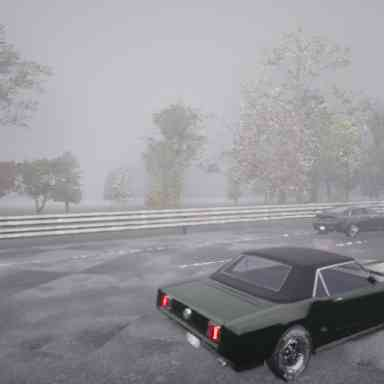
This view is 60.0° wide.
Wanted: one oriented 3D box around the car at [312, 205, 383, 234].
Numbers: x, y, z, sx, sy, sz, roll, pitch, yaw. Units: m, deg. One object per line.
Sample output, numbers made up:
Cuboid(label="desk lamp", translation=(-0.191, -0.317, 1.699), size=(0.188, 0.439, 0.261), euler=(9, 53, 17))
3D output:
Cuboid(label="car", translation=(8.314, 1.436, 17.030), size=(4.892, 1.490, 1.837), euler=(-1, 0, -29))

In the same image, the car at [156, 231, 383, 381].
Cuboid(label="car", translation=(1.925, 1.577, 5.370), size=(4.718, 1.301, 1.895), euler=(-1, 0, -30))
